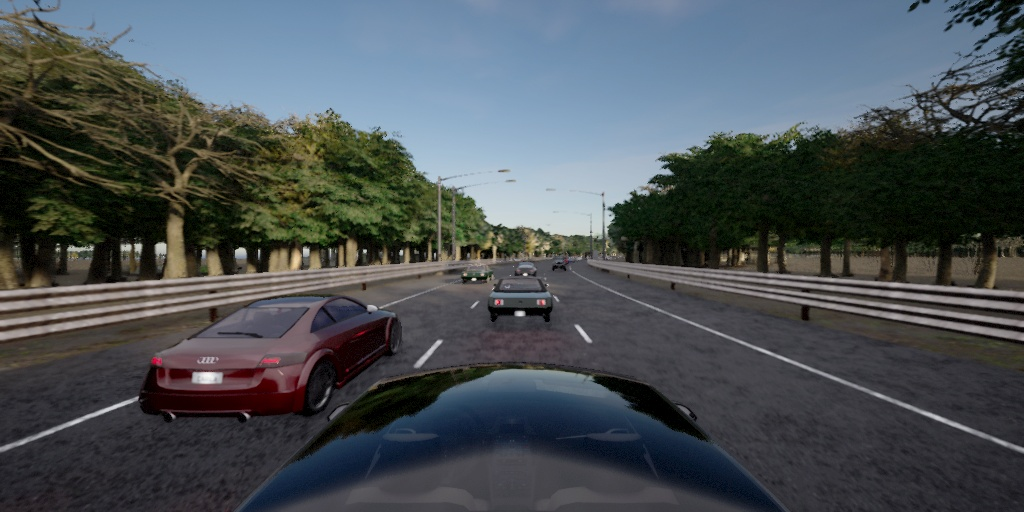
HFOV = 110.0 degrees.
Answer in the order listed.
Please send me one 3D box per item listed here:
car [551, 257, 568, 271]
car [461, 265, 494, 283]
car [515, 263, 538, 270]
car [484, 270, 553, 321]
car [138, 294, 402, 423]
[{"bbox_3d":[6.635,1.236,50.717,1.837,1.490,4.892,0,0,7],"label":"car"},{"bbox_3d":[-2.517,1.341,27.265,1.895,1.301,4.718,0,0,4],"label":"car"},{"bbox_3d":[1.183,1.269,30.079,1.812,1.442,4.674,0,0,4],"label":"car"},{"bbox_3d":[0.290,1.349,12.414,1.895,1.301,4.718,0,0,2],"label":"car"},{"bbox_3d":[-3.331,1.310,5.950,1.994,1.385,4.181,0,0,1],"label":"car"}]
